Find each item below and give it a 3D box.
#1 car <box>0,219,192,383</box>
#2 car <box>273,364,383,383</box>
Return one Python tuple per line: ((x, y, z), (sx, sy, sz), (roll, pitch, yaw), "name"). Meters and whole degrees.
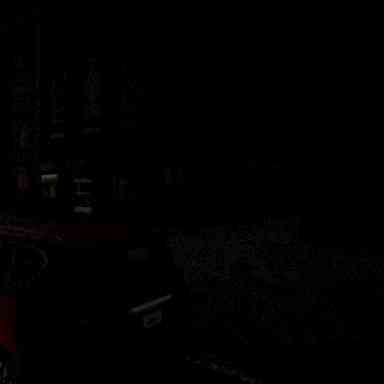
((-2.328, 1.319, 4.626), (5.009, 1.841, 2.192), (0, 0, 36), "car")
((2.238, 1.581, 1.367), (4.206, 1.307, 1.802), (0, 0, 36), "car")
